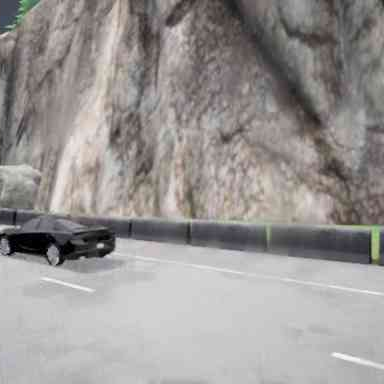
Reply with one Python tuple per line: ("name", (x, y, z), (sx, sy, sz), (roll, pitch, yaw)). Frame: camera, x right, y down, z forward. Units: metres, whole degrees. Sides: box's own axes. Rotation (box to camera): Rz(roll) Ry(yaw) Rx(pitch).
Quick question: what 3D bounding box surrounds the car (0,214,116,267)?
("car", (-4.854, 1.522, 11.747), (5.008, 1.535, 1.882), (0, 0, 36))
